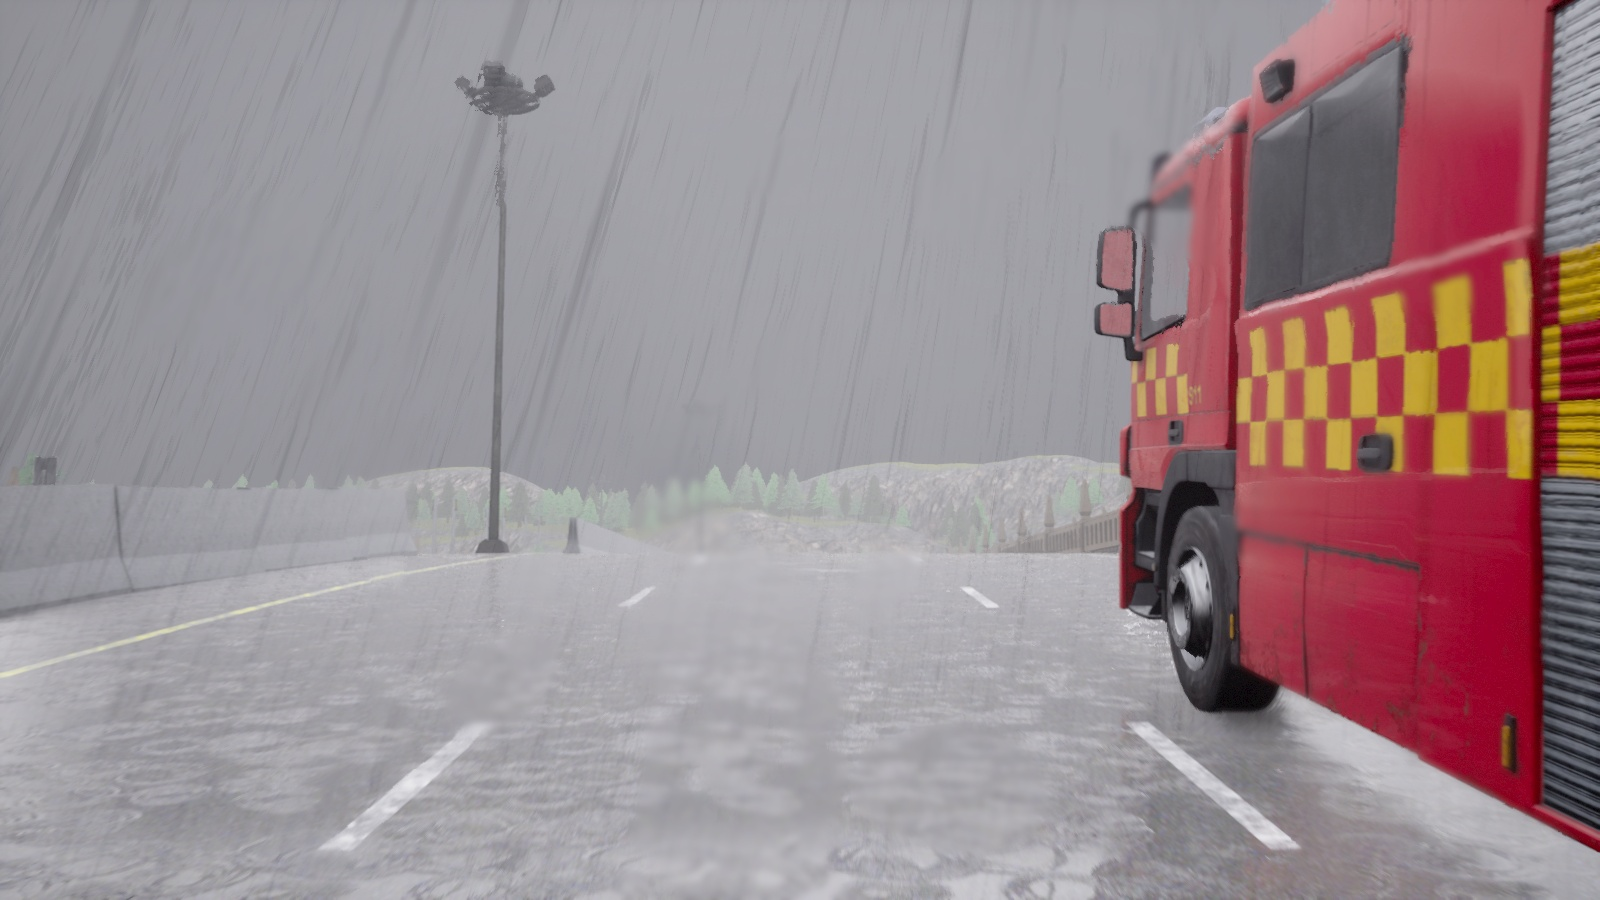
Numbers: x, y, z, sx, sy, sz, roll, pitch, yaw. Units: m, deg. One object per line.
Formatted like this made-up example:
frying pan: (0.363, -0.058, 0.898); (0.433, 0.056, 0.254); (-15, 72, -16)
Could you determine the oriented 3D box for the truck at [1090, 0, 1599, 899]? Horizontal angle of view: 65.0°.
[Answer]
truck: (3.545, -0.422, 4.944); (2.891, 3.827, 8.468); (0, 0, 0)
